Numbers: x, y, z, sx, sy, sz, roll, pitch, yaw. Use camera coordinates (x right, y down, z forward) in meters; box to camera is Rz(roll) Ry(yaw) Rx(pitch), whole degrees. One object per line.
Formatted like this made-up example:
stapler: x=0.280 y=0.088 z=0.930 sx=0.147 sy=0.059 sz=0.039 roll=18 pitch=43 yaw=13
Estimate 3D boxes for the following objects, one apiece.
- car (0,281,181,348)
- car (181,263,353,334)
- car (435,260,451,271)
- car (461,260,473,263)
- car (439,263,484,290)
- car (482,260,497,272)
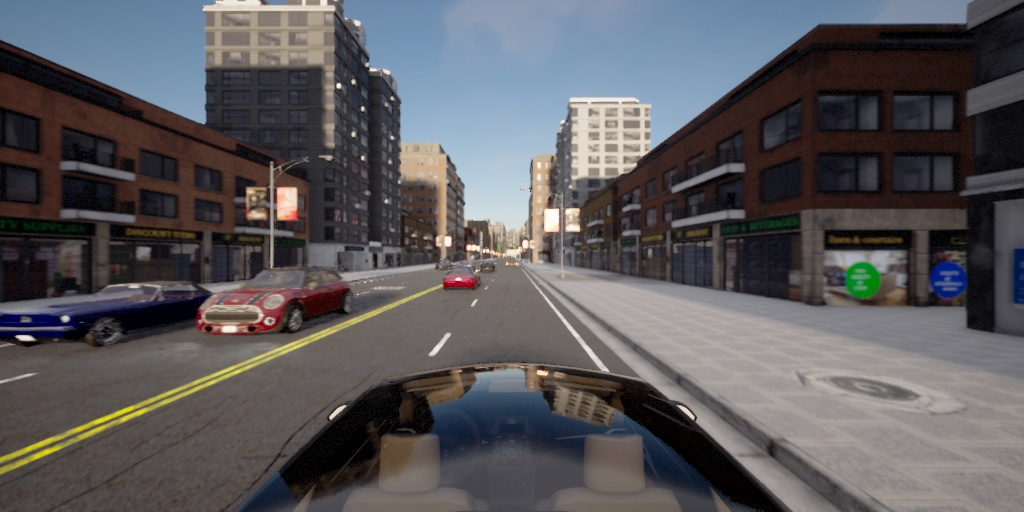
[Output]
car: x=-9.850 y=1.363 z=9.472 sx=1.895 sy=1.301 sz=4.718 roll=0 pitch=0 yaw=0
car: x=-6.599 y=1.116 z=10.618 sx=2.097 sy=1.767 sz=4.553 roll=0 pitch=0 yaw=0
car: x=-9.818 y=1.339 z=51.911 sx=1.837 sy=1.490 sz=4.892 roll=0 pitch=0 yaw=0
car: x=-6.570 y=1.326 z=51.928 sx=2.128 sy=1.511 sz=4.902 roll=0 pitch=0 yaw=0
car: x=-3.152 y=1.348 z=23.079 sx=1.994 sy=1.385 sz=4.181 roll=0 pitch=0 yaw=0
car: x=-3.148 y=1.332 z=47.981 sx=1.837 sy=1.490 sz=4.892 roll=0 pitch=0 yaw=0
